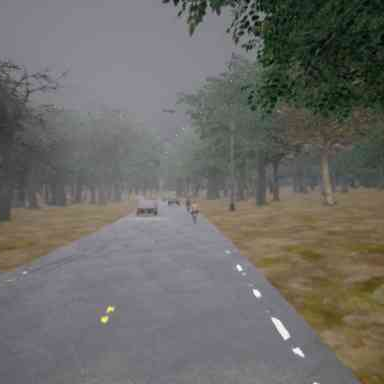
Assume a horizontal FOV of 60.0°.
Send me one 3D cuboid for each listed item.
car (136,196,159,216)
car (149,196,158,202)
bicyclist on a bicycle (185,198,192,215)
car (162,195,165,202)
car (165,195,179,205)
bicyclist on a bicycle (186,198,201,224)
[{"bbox_3d":[-4.200,1.420,31.697,1.882,1.535,5.008,0,0,-4],"label":"car"},{"bbox_3d":[-8.426,1.484,72.325,1.895,1.301,4.718,0,0,-8],"label":"car"},{"bbox_3d":[-0.363,1.396,33.244,0.582,1.620,1.656,0,0,-4],"label":"bicyclist on a bicycle"},{"bbox_3d":[-5.668,1.425,74.165,1.812,1.442,4.674,0,0,-9],"label":"car"},{"bbox_3d":[-3.128,1.424,55.386,1.837,1.490,4.892,0,1,-6],"label":"car"},{"bbox_3d":[0.208,1.394,23.472,0.866,1.612,1.509,0,0,-3],"label":"bicyclist on a bicycle"}]
